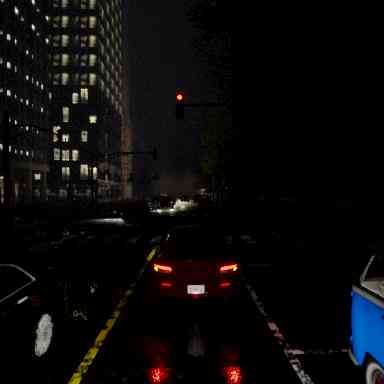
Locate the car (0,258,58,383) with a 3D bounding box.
[{"bbox_3d":[-2.866,1.505,3.033,1.837,1.490,4.892,0,0,0],"label":"car"}]

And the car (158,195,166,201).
[{"bbox_3d":[-7.528,1.531,84.115,1.802,1.307,4.206,0,0,-3],"label":"car"}]

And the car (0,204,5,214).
[{"bbox_3d":[-18.220,1.377,28.510,4.206,1.307,1.802,1,0,3],"label":"car"}]

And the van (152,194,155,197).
[{"bbox_3d":[-6.625,1.313,61.941,1.690,1.788,3.998,0,0,-2],"label":"van"}]

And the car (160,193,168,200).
[{"bbox_3d":[-8.075,1.250,95.196,2.192,1.841,5.009,0,0,-3],"label":"car"}]

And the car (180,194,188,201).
[{"bbox_3d":[-1.900,1.263,80.591,1.882,1.535,5.008,0,0,-3],"label":"car"}]

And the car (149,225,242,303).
[{"bbox_3d":[0.054,1.525,8.080,1.812,1.442,4.674,0,0,0],"label":"car"}]

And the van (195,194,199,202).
[{"bbox_3d":[1.748,1.321,51.233,1.690,1.788,3.998,0,0,-2],"label":"van"}]

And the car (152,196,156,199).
[{"bbox_3d":[-5.832,1.538,39.770,2.008,1.369,4.403,0,0,-1],"label":"car"}]

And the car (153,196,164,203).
[{"bbox_3d":[-6.826,1.511,67.484,1.887,1.381,4.507,0,0,-2],"label":"car"}]

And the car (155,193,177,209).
[{"bbox_3d":[-3.507,1.335,45.172,2.097,1.767,4.553,0,0,-2],"label":"car"}]

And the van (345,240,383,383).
[{"bbox_3d":[2.558,1.341,2.145,1.690,1.788,3.998,0,0,0],"label":"van"}]

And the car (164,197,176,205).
[{"bbox_3d":[-3.901,1.537,59.163,1.994,1.385,4.181,0,0,-2],"label":"car"}]

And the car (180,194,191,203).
[{"bbox_3d":[-1.481,1.551,70.615,1.895,1.301,4.718,0,0,-2],"label":"car"}]

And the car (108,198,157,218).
[{"bbox_3d":[-5.361,1.514,29.163,1.994,1.385,4.181,1,0,30],"label":"car"}]

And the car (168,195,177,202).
[{"bbox_3d":[-4.321,1.450,72.789,1.837,1.490,4.892,0,0,-2],"label":"car"}]

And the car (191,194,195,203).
[{"bbox_3d":[1.185,1.491,68.026,1.752,1.417,4.829,0,0,-2],"label":"car"}]

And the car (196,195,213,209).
[{"bbox_3d":[1.899,1.509,45.860,1.752,1.417,4.829,0,0,-2],"label":"car"}]

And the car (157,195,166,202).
[{"bbox_3d":[-7.276,1.500,78.571,1.887,1.381,4.507,0,0,-2],"label":"car"}]

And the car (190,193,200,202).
[{"bbox_3d":[0.740,1.269,78.945,2.192,1.841,5.009,0,0,-3],"label":"car"}]
